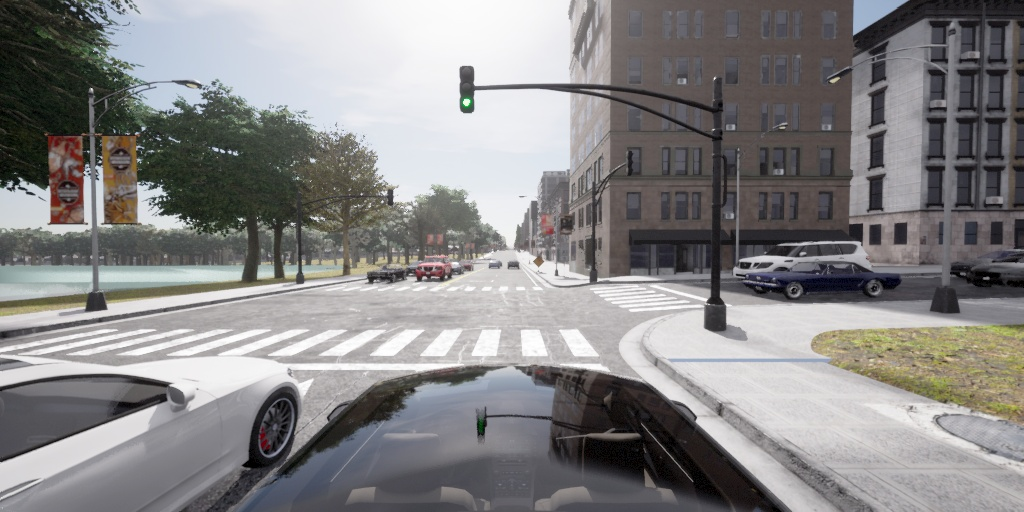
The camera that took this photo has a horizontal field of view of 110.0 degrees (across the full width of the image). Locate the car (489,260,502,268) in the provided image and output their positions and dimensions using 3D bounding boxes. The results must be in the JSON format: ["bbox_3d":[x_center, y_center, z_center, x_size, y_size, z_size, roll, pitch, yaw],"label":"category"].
[{"bbox_3d":[-2.999,1.374,61.386,2.033,1.411,5.357,0,0,0],"label":"car"}]

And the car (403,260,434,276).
[{"bbox_3d":[-9.758,1.254,37.873,1.882,1.535,5.008,0,0,0],"label":"car"}]

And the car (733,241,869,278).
[{"bbox_3d":[13.606,0.351,16.945,5.566,2.045,2.150,-2,1,-2],"label":"car"}]

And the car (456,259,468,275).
[{"bbox_3d":[-6.499,1.345,40.047,1.994,1.385,4.181,0,0,1],"label":"car"}]

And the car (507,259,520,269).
[{"bbox_3d":[0.243,1.325,59.353,1.837,1.490,4.892,0,-1,0],"label":"car"}]

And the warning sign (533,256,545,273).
[{"bbox_3d":[2.945,0.895,39.869,1.300,1.860,1.060,0,0,0],"label":"warning sign"}]

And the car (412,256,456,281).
[{"bbox_3d":[-6.528,0.985,30.658,2.150,2.045,5.566,0,0,0],"label":"car"}]

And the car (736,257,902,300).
[{"bbox_3d":[11.571,0.859,13.654,4.718,1.301,1.895,-2,1,-1],"label":"car"}]

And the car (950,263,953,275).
[{"bbox_3d":[24.040,0.391,16.981,5.357,1.411,2.033,-2,1,0],"label":"car"}]

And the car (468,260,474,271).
[{"bbox_3d":[-6.469,1.283,49.952,1.882,1.535,5.008,0,0,1],"label":"car"}]

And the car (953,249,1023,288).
[{"bbox_3d":[20.547,0.513,13.712,4.892,1.490,1.837,-2,1,0],"label":"car"}]

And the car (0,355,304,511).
[{"bbox_3d":[-3.167,1.276,1.926,1.812,1.442,4.674,0,0,0],"label":"car"}]

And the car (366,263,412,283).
[{"bbox_3d":[-9.784,1.361,28.469,1.895,1.301,4.718,0,0,0],"label":"car"}]
